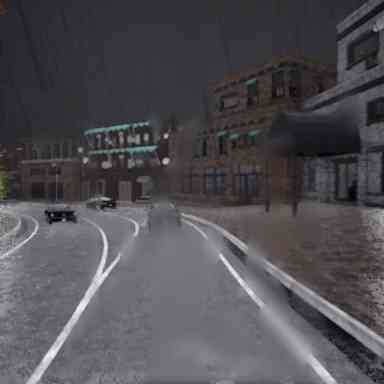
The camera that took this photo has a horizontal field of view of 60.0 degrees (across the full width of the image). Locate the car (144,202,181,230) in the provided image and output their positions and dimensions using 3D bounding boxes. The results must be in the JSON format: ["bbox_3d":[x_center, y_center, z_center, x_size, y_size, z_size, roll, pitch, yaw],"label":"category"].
[{"bbox_3d":[-1.842,1.386,20.645,1.837,1.490,4.892,-1,1,-10],"label":"car"}]

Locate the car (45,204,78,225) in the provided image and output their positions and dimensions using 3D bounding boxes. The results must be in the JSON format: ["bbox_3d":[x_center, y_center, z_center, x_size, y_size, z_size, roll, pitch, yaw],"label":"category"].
[{"bbox_3d":[-9.464,1.554,24.013,1.895,1.301,4.718,-1,1,-27],"label":"car"}]

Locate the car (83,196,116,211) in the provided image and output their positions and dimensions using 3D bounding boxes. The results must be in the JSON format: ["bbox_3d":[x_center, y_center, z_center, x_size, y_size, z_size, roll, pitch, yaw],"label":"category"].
[{"bbox_3d":[-10.316,1.221,37.001,1.882,1.535,5.008,-1,1,-44],"label":"car"}]
